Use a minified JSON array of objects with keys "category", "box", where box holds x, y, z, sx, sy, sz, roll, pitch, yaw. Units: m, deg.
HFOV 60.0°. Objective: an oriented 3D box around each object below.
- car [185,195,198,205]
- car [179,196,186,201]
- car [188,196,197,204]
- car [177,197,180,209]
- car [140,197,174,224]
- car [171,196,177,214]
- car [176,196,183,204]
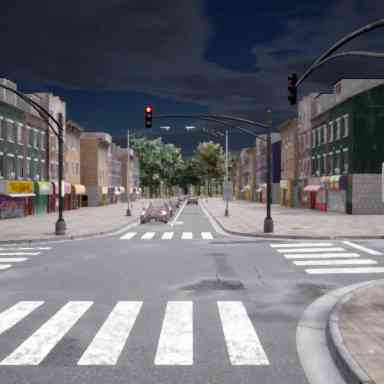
[{"category":"car","box":[0.114,1.566,59.348,1.812,1.442,4.674,0,0,0]},{"category":"car","box":[-2.621,1.673,89.800,1.802,1.307,4.206,-1,0,0]},{"category":"car","box":[0.112,1.531,68.463,1.882,1.535,5.008,0,0,0]},{"category":"car","box":[-2.636,1.577,35.452,1.947,1.339,4.313,-1,0,0]},{"category":"car","box":[-2.641,1.443,24.583,1.967,1.590,4.097,-1,0,0]},{"category":"car","box":[-2.639,1.446,30.018,1.967,1.590,4.097,-1,0,0]},{"category":"car","box":[-2.634,1.567,46.322,1.887,1.381,4.507,-1,0,0]}]
